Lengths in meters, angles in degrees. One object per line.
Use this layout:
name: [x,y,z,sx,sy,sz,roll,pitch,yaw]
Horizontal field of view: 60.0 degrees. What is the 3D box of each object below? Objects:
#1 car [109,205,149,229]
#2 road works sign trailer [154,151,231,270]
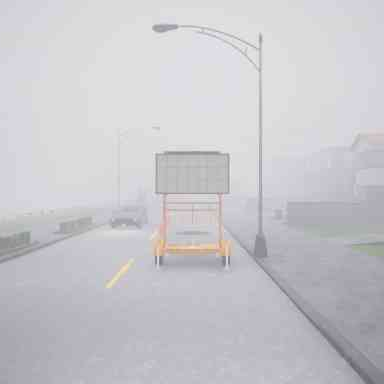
car: [-3.967,1.547,21.976,2.033,1.411,5.357,0,0,0]
road works sign trailer: [0.016,0.464,10.994,2.380,3.560,2.880,0,0,0]
